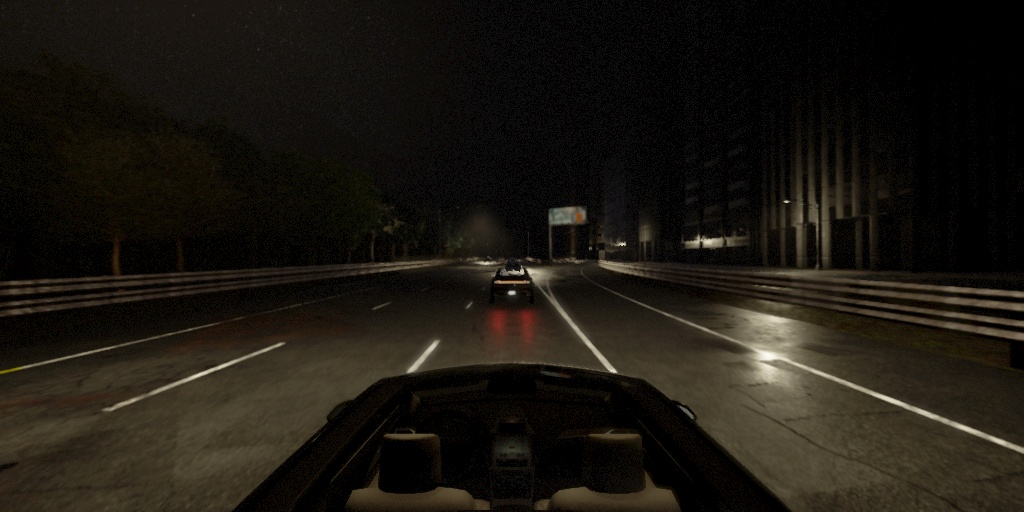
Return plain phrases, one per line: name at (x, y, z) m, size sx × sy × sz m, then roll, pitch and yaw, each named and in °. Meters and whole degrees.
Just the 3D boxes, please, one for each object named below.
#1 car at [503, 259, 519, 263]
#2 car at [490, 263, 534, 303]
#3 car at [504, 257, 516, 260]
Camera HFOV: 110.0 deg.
car at (0.146, 1.374, 43.583) m, size 1.895 × 1.301 × 4.718 m, roll 0°, pitch 0°, yaw 0°
car at (0.011, 1.251, 16.675) m, size 2.128 × 1.511 × 4.902 m, roll 0°, pitch 0°, yaw 0°
car at (0.129, 1.110, 61.553) m, size 2.097 × 1.767 × 4.553 m, roll 0°, pitch 0°, yaw 1°
